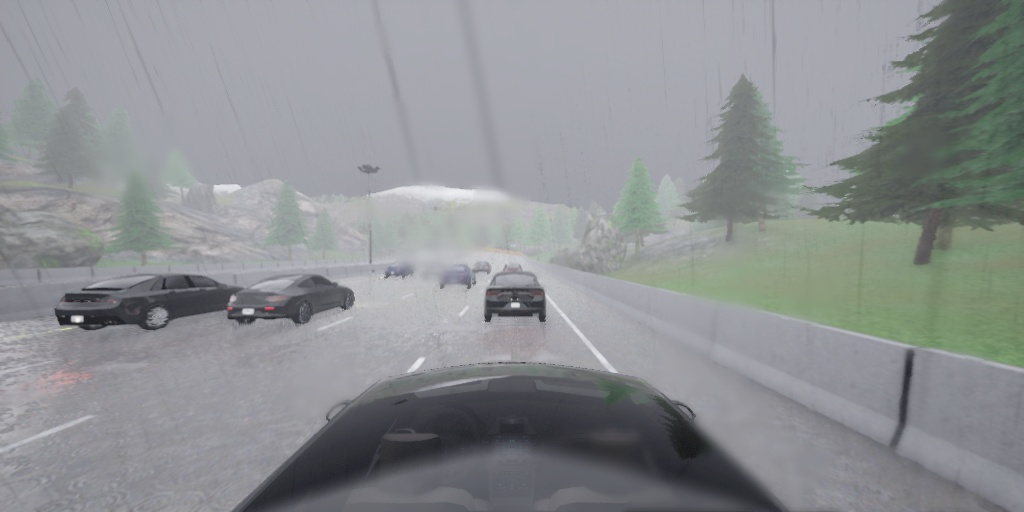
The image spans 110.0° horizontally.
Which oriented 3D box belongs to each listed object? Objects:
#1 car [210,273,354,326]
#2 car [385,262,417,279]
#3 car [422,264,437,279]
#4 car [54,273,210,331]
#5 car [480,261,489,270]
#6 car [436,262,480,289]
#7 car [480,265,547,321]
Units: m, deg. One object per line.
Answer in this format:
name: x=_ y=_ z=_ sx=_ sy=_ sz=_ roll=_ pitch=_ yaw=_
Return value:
car: x=-6.902 y=1.287 z=11.685 sx=1.812 sy=1.442 sz=4.674 roll=0 pitch=0 yaw=0
car: x=-10.395 y=1.312 z=33.527 sx=1.812 sy=1.442 sz=4.674 roll=0 pitch=0 yaw=0
car: x=-6.908 y=1.387 z=33.286 sx=1.895 sy=1.301 sz=4.718 roll=0 pitch=0 yaw=0
car: x=-10.403 y=1.265 z=11.006 sx=1.837 sy=1.490 sz=4.892 roll=0 pitch=0 yaw=0
car: x=-3.410 y=1.342 z=41.989 sx=2.033 sy=1.411 sz=5.357 roll=0 pitch=0 yaw=0
car: x=-3.406 y=1.301 z=23.454 sx=1.812 sy=1.442 sz=4.674 roll=0 pitch=0 yaw=0
car: x=0.097 y=1.240 z=12.561 sx=1.882 sy=1.535 sz=5.008 roll=0 pitch=0 yaw=0
